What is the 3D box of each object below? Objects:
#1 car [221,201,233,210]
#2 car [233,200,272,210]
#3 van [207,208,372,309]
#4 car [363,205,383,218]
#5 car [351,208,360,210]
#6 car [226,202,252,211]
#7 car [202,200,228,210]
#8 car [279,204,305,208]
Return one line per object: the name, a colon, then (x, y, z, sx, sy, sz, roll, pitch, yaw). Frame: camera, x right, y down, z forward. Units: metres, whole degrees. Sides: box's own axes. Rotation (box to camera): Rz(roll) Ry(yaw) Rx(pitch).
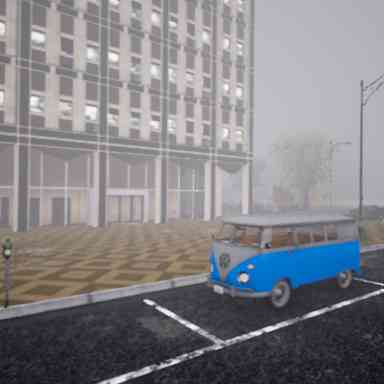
car: (5.055, 2.301, 48.584, 1.947, 1.339, 4.313, 0, -1, -36)
car: (8.275, 1.983, 44.071, 2.192, 1.841, 5.009, 0, -1, -36)
van: (2.241, 1.403, 7.727, 3.998, 1.788, 1.690, 1, 0, -35)
car: (21.328, 2.057, 35.315, 2.128, 1.511, 4.902, 1, -1, -36)
car: (21.253, 2.228, 39.988, 1.802, 1.307, 4.206, 0, -1, -36)
car: (8.126, 2.459, 57.849, 2.008, 1.369, 4.403, 0, -1, -36)
car: (4.019, 2.272, 59.227, 2.097, 1.767, 4.553, 1, -1, -35)
car: (14.711, 2.359, 48.936, 1.802, 1.307, 4.206, 0, -1, -36)
